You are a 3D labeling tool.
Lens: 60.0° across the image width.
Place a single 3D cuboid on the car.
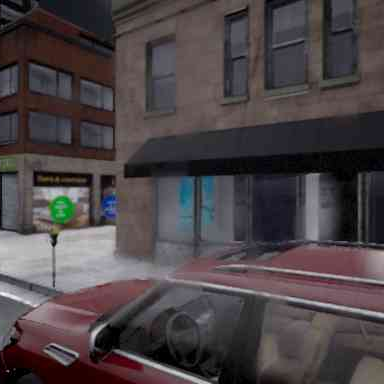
[{"bbox_3d":[0.649,1.308,2.351,5.009,1.841,2.192,0,0,35],"label":"car"}]
